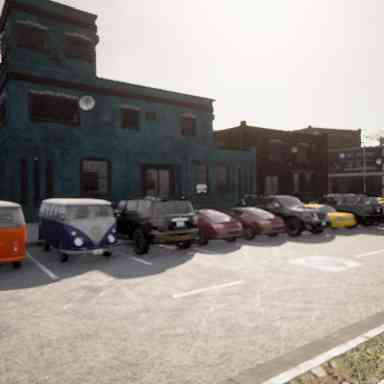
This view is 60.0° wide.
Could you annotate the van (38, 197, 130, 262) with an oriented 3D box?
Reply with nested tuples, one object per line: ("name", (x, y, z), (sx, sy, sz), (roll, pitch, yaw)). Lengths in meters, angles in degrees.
("van", (-4.129, 1.231, 11.888), (1.878, 1.987, 4.442), (0, 0, -35))

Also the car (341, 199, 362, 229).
("car", (7.017, 1.420, 20.194), (1.946, 1.575, 5.366), (0, 0, -35))

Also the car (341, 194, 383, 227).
("car", (9.372, 1.168, 21.679), (2.435, 2.045, 5.566), (0, 0, -35))

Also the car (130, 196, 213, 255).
("car", (-1.948, 1.197, 13.619), (2.435, 2.045, 5.566), (0, 0, -35))

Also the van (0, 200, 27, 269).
("van", (-6.527, 1.242, 10.468), (1.878, 1.987, 4.442), (0, 0, -35))

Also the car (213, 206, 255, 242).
("car", (0.334, 1.480, 15.206), (2.002, 1.452, 4.674), (0, 0, -35))

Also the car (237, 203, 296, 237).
("car", (2.546, 1.474, 16.780), (2.002, 1.452, 4.674), (0, 0, -35))

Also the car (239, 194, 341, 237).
("car", (4.774, 1.177, 18.335), (2.435, 2.045, 5.566), (0, 0, -35))
